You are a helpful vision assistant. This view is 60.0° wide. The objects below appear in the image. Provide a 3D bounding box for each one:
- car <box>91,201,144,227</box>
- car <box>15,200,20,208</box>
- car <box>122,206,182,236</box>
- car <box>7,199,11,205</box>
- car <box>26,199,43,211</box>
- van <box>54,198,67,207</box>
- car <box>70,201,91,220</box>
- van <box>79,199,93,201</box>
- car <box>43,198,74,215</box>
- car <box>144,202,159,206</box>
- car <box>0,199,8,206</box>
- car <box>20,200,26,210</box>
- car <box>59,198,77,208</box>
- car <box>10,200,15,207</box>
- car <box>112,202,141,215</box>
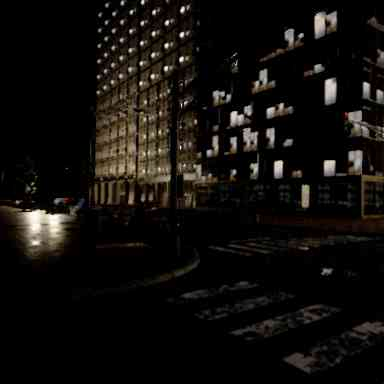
[{"bbox_3d":[-5.491,1.637,24.062,1.967,1.590,4.097,1,-1,-35],"label":"car"},{"bbox_3d":[-28.348,2.128,56.623,1.887,1.381,4.507,1,-1,-35],"label":"car"},{"bbox_3d":[-2.226,1.723,19.408,1.802,1.307,4.206,1,-1,-35],"label":"car"},{"bbox_3d":[-34.878,2.276,65.926,1.802,1.307,4.206,1,-1,-35],"label":"car"},{"bbox_3d":[-21.817,2.023,47.319,2.008,1.369,4.403,1,-1,-35],"label":"car"},{"bbox_3d":[-28.018,2.238,70.741,1.690,1.788,3.998,1,-1,-35],"label":"van"},{"bbox_3d":[-8.659,1.775,28.573,1.752,1.417,4.829,1,-1,-35],"label":"car"},{"bbox_3d":[-18.223,2.072,56.786,1.690,1.788,3.998,1,-1,-35],"label":"van"},{"bbox_3d":[-15.286,1.802,38.017,1.967,1.590,4.097,1,-1,-35],"label":"car"},{"bbox_3d":[-5.163,1.950,38.177,1.967,1.590,4.097,1,-1,-35],"label":"car"},{"bbox_3d":[-41.409,2.355,75.230,2.008,1.369,4.403,1,-1,-35],"label":"car"},{"bbox_3d":[-25.083,2.094,51.970,1.947,1.339,4.313,1,-1,-35],"label":"car"},{"bbox_3d":[-24.753,2.156,66.090,2.192,1.841,5.009,1,-1,-35],"label":"car"},{"bbox_3d":[-31.614,2.189,61.274,2.008,1.369,4.403,1,-1,-35],"label":"car"},{"bbox_3d":[-8.526,2.092,42.967,1.752,1.417,4.829,1,-1,-35],"label":"car"}]
